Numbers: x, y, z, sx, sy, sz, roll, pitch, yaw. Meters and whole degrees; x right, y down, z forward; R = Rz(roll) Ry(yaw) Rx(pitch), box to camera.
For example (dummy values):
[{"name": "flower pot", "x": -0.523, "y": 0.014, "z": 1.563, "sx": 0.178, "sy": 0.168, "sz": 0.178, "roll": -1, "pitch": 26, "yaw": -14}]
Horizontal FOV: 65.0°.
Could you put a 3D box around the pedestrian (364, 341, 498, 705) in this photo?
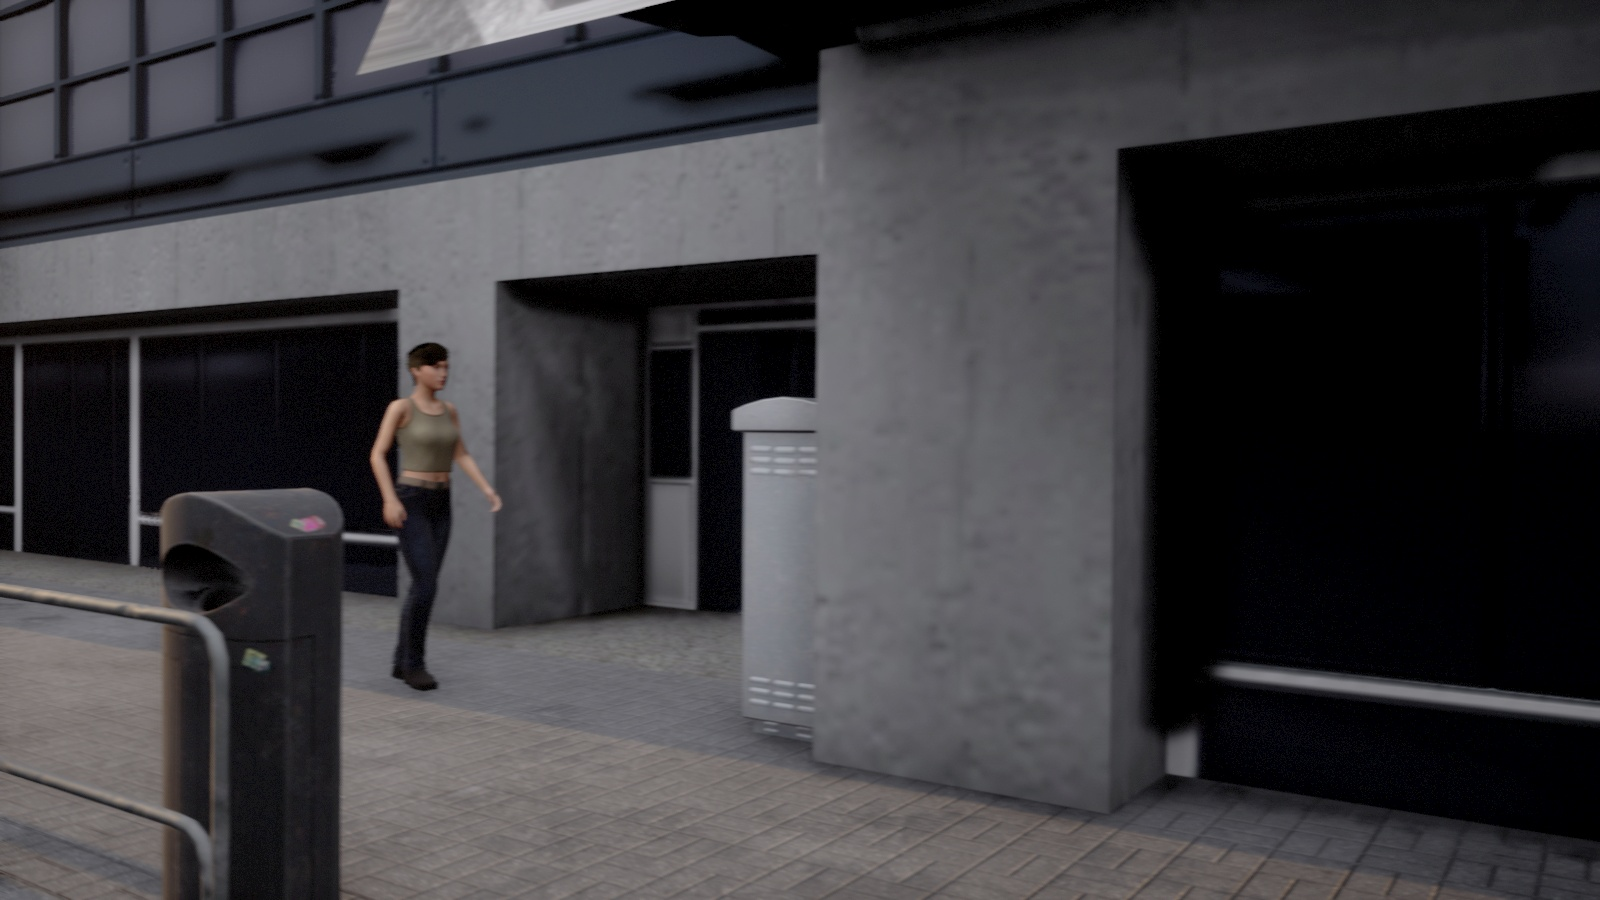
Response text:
[{"name": "pedestrian", "x": -1.953, "y": 0.368, "z": 6.642, "sx": 0.594, "sy": 1.836, "sz": 0.345, "roll": 0, "pitch": 1, "yaw": 31}]

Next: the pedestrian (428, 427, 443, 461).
[{"name": "pedestrian", "x": -20.191, "y": -0.326, "z": 69.607, "sx": 0.376, "sy": 1.854, "sz": 0.720, "roll": 0, "pitch": 1, "yaw": 33}]
